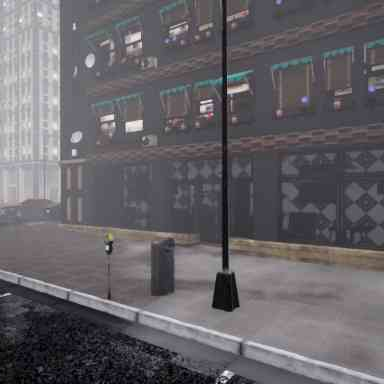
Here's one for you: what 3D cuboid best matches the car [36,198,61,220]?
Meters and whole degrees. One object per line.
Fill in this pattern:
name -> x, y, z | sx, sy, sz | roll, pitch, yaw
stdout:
car -> -8.261, 1.279, 23.555 | 1.947, 1.339, 4.313 | 1, 1, 35

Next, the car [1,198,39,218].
car -> -12.897, 1.262, 27.047 | 1.812, 1.442, 4.674 | 0, 1, 35
